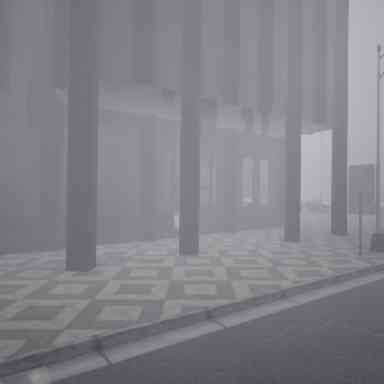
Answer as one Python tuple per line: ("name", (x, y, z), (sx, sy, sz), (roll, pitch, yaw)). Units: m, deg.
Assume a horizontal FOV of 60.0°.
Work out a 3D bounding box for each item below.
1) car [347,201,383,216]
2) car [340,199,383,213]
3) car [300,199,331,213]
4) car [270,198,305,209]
("car", (16.091, 1.437, 28.961), (1.752, 1.417, 4.829), (1, -1, -36))
("car", (19.782, 1.580, 38.433), (2.008, 1.369, 4.403), (1, -1, -36))
("car", (12.900, 1.444, 33.404), (1.887, 1.381, 4.507), (1, -1, -36))
("car", (13.484, 1.553, 47.204), (1.887, 1.381, 4.507), (1, -1, -36))
